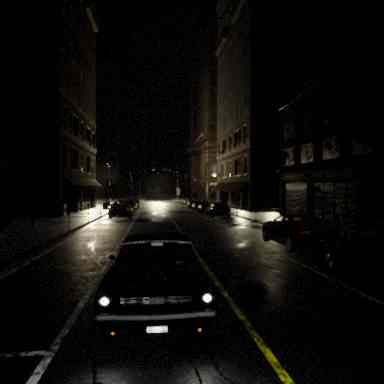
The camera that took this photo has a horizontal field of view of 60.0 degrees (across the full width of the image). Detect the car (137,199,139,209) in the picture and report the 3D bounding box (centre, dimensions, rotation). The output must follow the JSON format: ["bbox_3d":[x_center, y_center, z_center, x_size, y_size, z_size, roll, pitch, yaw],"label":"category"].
[{"bbox_3d":[-6.811,1.555,34.556,1.947,1.339,4.313,-1,0,-7],"label":"car"}]

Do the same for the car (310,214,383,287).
[{"bbox_3d":[4.905,1.435,8.230,1.967,1.590,4.097,-1,0,-7],"label":"car"}]

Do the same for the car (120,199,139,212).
[{"bbox_3d":[-7.462,1.540,40.022,2.008,1.369,4.403,-1,0,-7],"label":"car"}]

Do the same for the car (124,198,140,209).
[{"bbox_3d":[-8.112,1.534,45.489,1.887,1.381,4.507,-1,0,-7],"label":"car"}]

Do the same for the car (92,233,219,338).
[{"bbox_3d":[-0.713,1.597,6.812,1.895,1.301,4.718,0,0,-6],"label":"car"}]

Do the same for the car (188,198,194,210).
[{"bbox_3d":[1.004,1.532,41.029,1.887,1.381,4.507,-1,0,-7],"label":"car"}]

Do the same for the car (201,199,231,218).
[{"bbox_3d":[2.305,1.554,30.096,1.947,1.339,4.313,-1,0,-7],"label":"car"}]

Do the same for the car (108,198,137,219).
[{"bbox_3d":[-6.162,1.430,29.089,1.967,1.590,4.097,-1,0,-7],"label":"car"}]

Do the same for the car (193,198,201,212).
[{"bbox_3d":[1.654,1.533,35.562,1.887,1.381,4.507,-1,0,-7],"label":"car"}]

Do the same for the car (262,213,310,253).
[{"bbox_3d":[4.256,1.537,13.696,1.887,1.381,4.507,-1,0,-7],"label":"car"}]
